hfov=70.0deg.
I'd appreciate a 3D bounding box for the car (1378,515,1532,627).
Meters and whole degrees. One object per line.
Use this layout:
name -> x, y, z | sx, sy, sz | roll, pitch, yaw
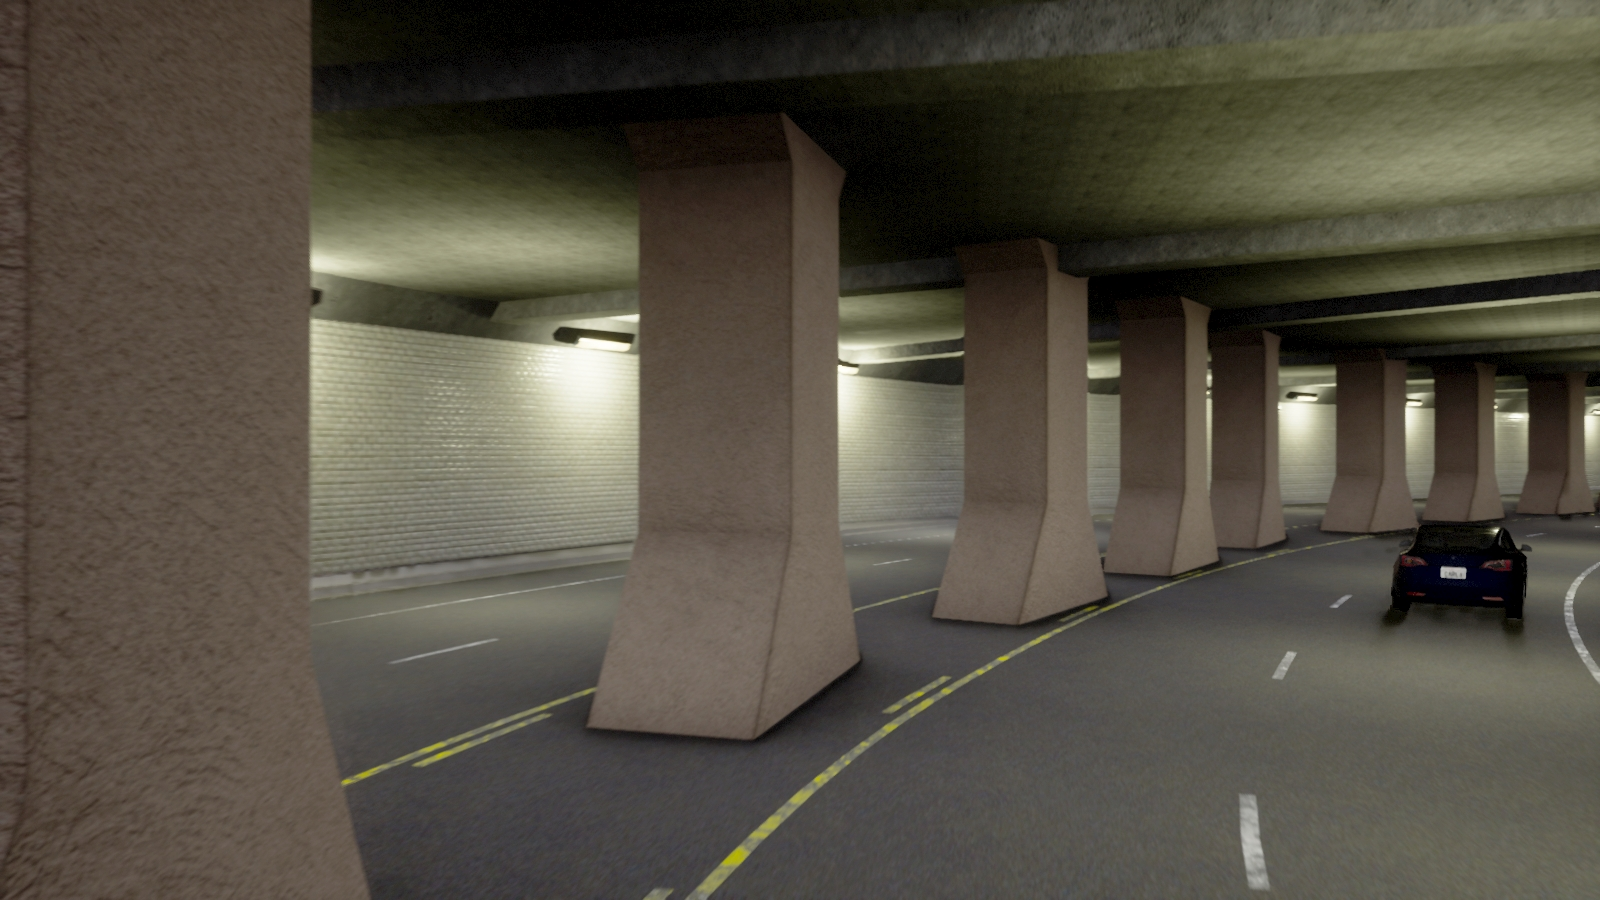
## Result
car -> 11.999, 2.070, 20.761 | 2.163, 1.488, 4.792 | 0, 0, 33
